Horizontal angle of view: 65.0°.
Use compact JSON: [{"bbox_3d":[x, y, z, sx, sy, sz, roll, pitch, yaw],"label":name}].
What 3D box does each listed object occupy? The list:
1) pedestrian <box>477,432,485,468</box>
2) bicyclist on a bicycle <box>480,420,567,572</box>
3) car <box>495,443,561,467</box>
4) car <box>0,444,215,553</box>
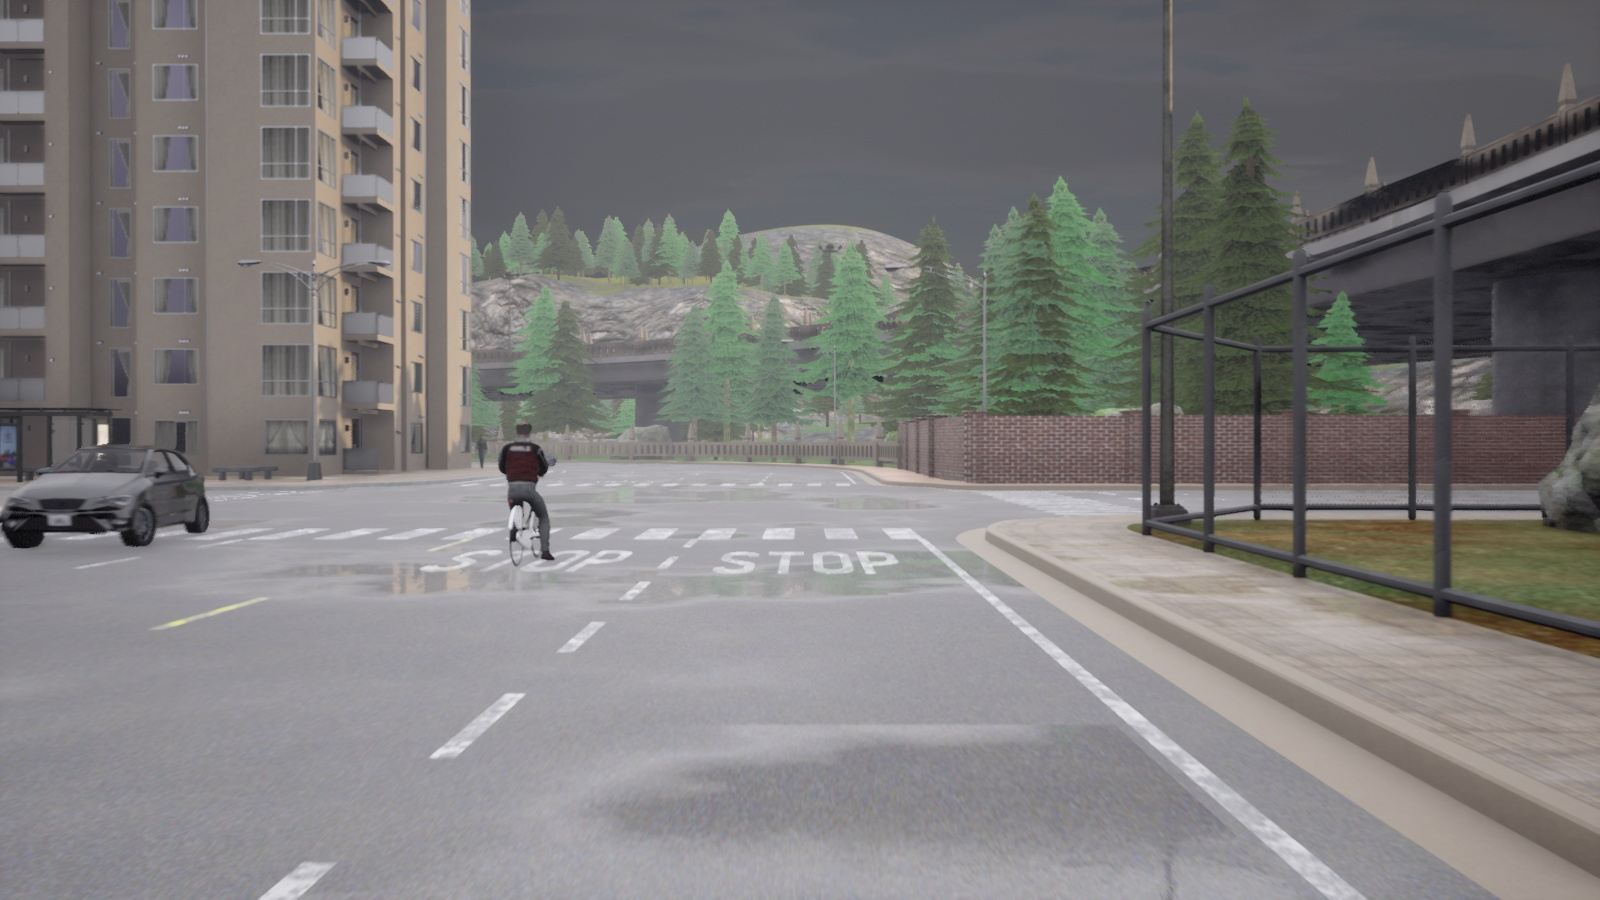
[{"bbox_3d":[-16.445,0.022,64.807,0.353,1.847,0.614,0,0,-10],"label":"pedestrian"},{"bbox_3d":[-3.396,0.526,15.584,0.659,1.776,1.843,0,1,0],"label":"bicyclist on a bicycle"},{"bbox_3d":[-17.107,0.314,78.833,4.674,1.442,1.812,0,0,45],"label":"car"},{"bbox_3d":[-10.491,0.644,19.111,1.816,1.474,4.193,0,0,-9],"label":"car"}]
